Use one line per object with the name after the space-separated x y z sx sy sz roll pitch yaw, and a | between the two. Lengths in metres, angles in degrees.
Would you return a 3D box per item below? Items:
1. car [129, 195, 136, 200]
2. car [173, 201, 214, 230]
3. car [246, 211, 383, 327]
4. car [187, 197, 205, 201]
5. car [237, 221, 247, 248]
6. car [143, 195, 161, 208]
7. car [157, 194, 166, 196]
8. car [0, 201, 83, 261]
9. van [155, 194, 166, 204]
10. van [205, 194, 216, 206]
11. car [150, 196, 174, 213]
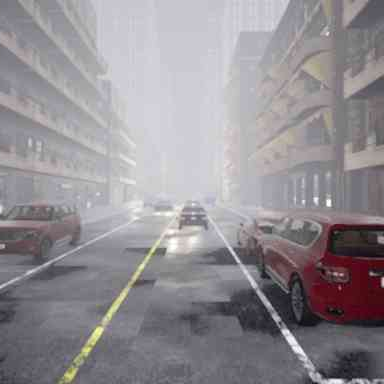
-16.467 1.378 84.906 4.097 1.590 1.967 0 -1 0 | car
0.090 1.520 21.071 2.033 1.411 5.357 0 0 0 | car
2.711 1.306 6.903 2.192 1.841 5.009 1 0 0 | car
0.093 1.498 36.019 2.033 1.411 5.357 0 0 0 | car
2.708 1.566 12.443 1.802 1.307 4.206 1 0 0 | car
-5.630 1.488 45.635 2.008 1.369 4.403 1 0 0 | car
-5.627 1.487 56.715 1.947 1.339 4.313 1 0 0 | car
-5.668 1.299 12.393 2.192 1.841 5.009 1 0 0 | car
-5.791 1.255 62.256 1.690 1.788 3.998 1 0 0 | van
2.723 1.271 51.226 1.690 1.788 3.998 1 0 0 | van
-3.080 1.514 36.875 1.994 1.385 4.181 0 0 0 | car
